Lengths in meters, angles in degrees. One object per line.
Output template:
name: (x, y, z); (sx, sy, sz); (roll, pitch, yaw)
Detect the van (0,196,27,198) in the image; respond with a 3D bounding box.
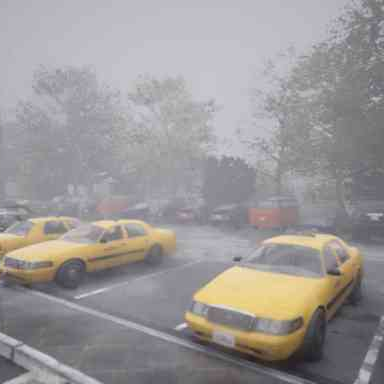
van: (-21.667, 1.436, 40.036); (1.878, 1.987, 4.442); (0, 0, 36)

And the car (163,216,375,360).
car: (1.976, 1.527, 6.408); (1.946, 1.575, 5.366); (0, 0, 36)

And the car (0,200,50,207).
car: (-9.137, 1.401, 14.717); (2.185, 1.767, 4.553); (0, 0, 36)

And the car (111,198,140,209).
car: (-3.676, 1.534, 26.879); (2.097, 1.535, 5.008); (0, 0, 36)

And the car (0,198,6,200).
car: (-19.488, 1.686, 38.319); (2.002, 1.452, 4.674); (0, 0, 36)

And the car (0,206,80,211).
car: (-6.906, 1.518, 13.057); (2.231, 1.521, 4.892); (0, 0, 36)

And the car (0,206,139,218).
car: (-4.552, 1.510, 11.590); (1.946, 1.575, 5.366); (0, 0, 36)

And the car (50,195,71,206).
car: (-10.429, 1.331, 31.725); (2.435, 2.045, 5.566); (0, 0, 36)

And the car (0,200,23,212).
car: (-23.877, 1.717, 41.489); (2.002, 1.452, 4.674); (0, 0, 36)

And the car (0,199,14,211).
car: (-26.124, 1.693, 43.111); (2.097, 1.535, 5.008); (0, 0, 36)

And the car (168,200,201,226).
car: (0.824, 1.541, 23.652); (2.163, 1.488, 4.792); (0, 0, 36)

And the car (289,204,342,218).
car: (7.518, 1.546, 18.737); (2.163, 1.488, 4.792); (0, 0, 36)

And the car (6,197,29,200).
car: (-17.147, 1.629, 36.615); (2.097, 1.535, 5.008); (0, 0, 36)

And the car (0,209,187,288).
car: (-2.620, 1.512, 9.734); (1.946, 1.575, 5.366); (0, 0, 36)

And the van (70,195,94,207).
van: (-8.237, 1.340, 30.029); (1.878, 1.987, 4.442); (0, 0, 36)

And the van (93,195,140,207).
van: (-5.856, 1.324, 28.594); (1.878, 1.987, 4.442); (0, 0, 36)

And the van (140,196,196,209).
van: (-1.487, 1.295, 25.154); (1.878, 1.987, 4.442); (0, 0, 36)

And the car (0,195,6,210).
car: (-28.484, 1.458, 44.791); (2.435, 2.045, 5.566); (0, 0, 36)

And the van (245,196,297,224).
van: (5.259, 1.284, 20.551); (1.878, 1.987, 4.442); (0, 0, 36)

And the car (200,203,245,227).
car: (2.962, 1.538, 22.104); (2.163, 1.488, 4.792); (0, 0, 36)

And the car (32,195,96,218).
car: (-12.673, 1.347, 33.349); (2.435, 2.045, 5.566); (0, 0, 36)

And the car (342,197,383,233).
car: (9.795, 1.273, 17.159); (2.435, 2.045, 5.566); (0, 0, 36)
